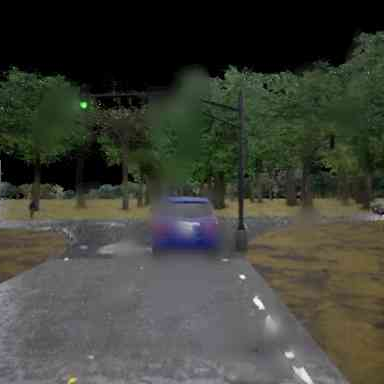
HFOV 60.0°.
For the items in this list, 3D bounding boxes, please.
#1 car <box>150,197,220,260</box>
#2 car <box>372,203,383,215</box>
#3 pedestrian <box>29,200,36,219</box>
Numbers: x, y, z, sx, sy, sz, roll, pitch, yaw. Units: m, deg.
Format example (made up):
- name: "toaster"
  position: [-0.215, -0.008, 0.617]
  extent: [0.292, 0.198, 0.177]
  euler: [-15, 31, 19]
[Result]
- name: "car"
  position: [-0.374, 1.207, 12.613]
  extent: [2.150, 2.045, 5.566]
  euler: [0, 0, -6]
- name: "car"
  position: [17.782, 1.207, 28.017]
  extent: [4.892, 1.490, 1.837]
  euler: [-1, -2, -1]
- name: "pedestrian"
  position: [-15.296, 1.662, 31.733]
  extent: [0.375, 1.860, 0.375]
  euler: [0, -1, 0]
